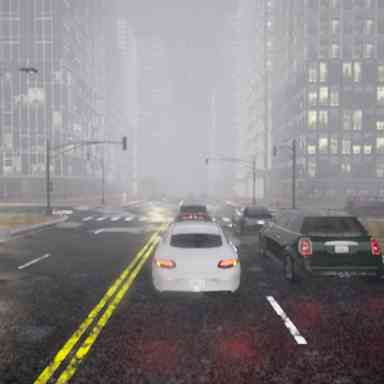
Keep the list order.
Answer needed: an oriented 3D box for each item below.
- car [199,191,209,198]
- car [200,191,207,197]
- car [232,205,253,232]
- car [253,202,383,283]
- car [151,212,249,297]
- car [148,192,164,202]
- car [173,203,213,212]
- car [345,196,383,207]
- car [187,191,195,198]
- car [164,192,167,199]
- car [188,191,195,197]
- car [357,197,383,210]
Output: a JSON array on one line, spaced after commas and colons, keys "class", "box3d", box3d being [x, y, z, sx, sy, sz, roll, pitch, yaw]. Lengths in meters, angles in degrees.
[{"class": "car", "box3d": [3.048, 0.705, 80.424, 1.882, 1.535, 5.008, 0, 1, 0]}, {"class": "car", "box3d": [3.021, 0.486, 90.840, 1.812, 1.442, 4.674, 0, 1, 0]}, {"class": "car", "box3d": [3.304, 1.400, 17.918, 1.994, 1.385, 4.181, 0, 1, 0]}, {"class": "car", "box3d": [3.327, 1.265, 9.530, 2.097, 1.767, 4.553, 0, 1, 0]}, {"class": "car", "box3d": [0.081, 1.450, 8.255, 1.812, 1.442, 4.674, 0, 1, 0]}, {"class": "car", "box3d": [-6.706, 1.006, 59.576, 1.994, 1.385, 4.181, 0, 1, 0]}, {"class": "car", "box3d": [0.057, 1.344, 17.503, 1.837, 1.490, 4.892, 0, 0, 0]}, {"class": "car", "box3d": [16.127, 1.263, 29.670, 5.009, 1.841, 2.192, 1, 1, 1]}, {"class": "car", "box3d": [-0.202, 0.727, 80.417, 1.837, 1.490, 4.892, 0, 1, 0]}, {"class": "car", "box3d": [-6.689, 0.772, 74.518, 1.882, 1.535, 5.008, 0, 1, 0]}, {"class": "car", "box3d": [-0.229, 0.439, 90.832, 1.882, 1.535, 5.008, 0, 1, 0]}, {"class": "car", "box3d": [21.715, 1.316, 37.972, 4.829, 1.417, 1.752, 1, 1, 1]}]
